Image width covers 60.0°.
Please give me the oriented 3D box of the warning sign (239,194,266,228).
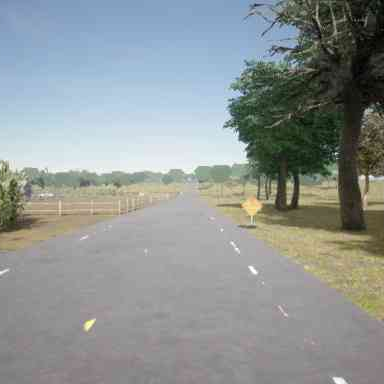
[{"bbox_3d":[3.588,1.116,19.886,1.300,1.860,1.060,2,2,0],"label":"warning sign"}]
